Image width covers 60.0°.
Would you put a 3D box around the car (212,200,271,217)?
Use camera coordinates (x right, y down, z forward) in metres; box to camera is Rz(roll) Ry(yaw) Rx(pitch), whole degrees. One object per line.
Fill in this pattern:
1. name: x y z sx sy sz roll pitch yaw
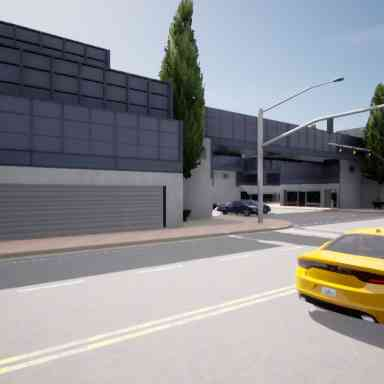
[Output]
1. car: 4.675 1.547 32.105 2.033 1.411 5.357 0 0 -37

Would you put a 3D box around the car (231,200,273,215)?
1. car: 6.397 1.564 35.640 1.994 1.385 4.181 0 0 -37

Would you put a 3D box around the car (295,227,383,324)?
1. car: 4.252 1.478 6.880 5.008 1.535 1.882 0 0 -36

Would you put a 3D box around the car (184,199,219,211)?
1. car: 1.162 1.601 42.622 1.895 1.301 4.718 0 0 -37
